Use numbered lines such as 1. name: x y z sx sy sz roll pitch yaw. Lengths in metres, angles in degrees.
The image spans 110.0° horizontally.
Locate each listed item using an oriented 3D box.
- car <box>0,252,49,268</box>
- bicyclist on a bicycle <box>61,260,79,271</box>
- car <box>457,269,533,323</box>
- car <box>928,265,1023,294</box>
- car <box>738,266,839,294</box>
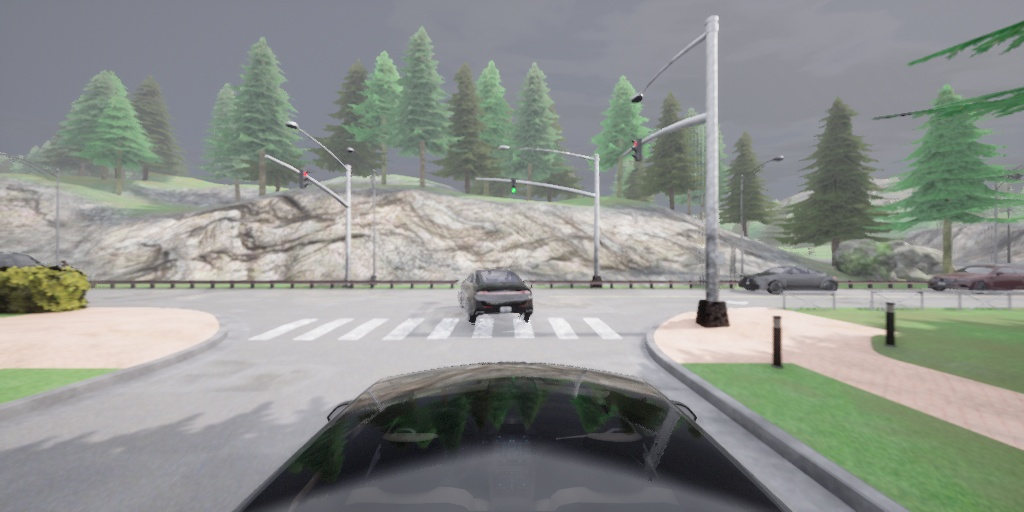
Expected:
1. car: -21.376 0.846 14.719 5.566 2.045 2.150 0 0 0
2. bicyclist on a bicycle: -27.048 1.078 21.806 0.582 1.620 1.656 0 1 0
3. car: -0.685 1.186 11.851 2.128 1.511 4.902 0 0 -12
4. car: 24.400 1.163 18.413 4.674 1.442 1.812 0 0 0
5. car: 14.098 1.200 18.438 4.181 1.385 1.994 0 0 0
